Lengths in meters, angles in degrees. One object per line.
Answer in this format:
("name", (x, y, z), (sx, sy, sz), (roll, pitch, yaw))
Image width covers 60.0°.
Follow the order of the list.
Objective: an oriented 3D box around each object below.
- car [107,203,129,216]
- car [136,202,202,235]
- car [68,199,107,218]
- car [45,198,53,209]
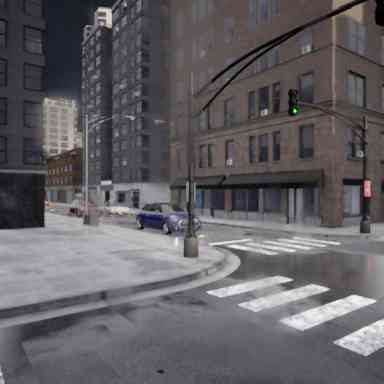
("car", (-8.313, 1.737, 34.193), (1.895, 1.301, 4.718), (0, 0, -36))
("car", (-1.447, 1.415, 19.504), (2.097, 1.767, 4.553), (0, 0, -38))
("car", (-10.268, 1.481, 31.863), (2.097, 1.767, 4.553), (0, 0, -35))
("car", (-21.593, 1.577, 47.875), (2.097, 1.767, 4.553), (0, 0, -36))
